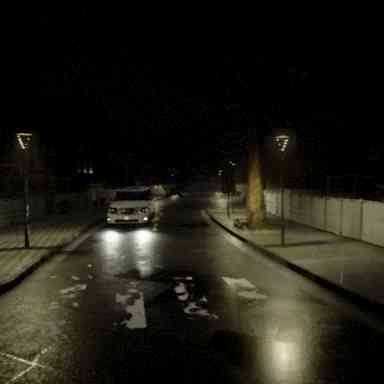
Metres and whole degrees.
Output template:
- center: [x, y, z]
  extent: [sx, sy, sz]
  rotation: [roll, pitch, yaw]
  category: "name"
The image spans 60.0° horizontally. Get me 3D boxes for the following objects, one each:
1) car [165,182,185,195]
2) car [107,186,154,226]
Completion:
- center: [-2.183, -0.317, 44.293]
  extent: [2.150, 2.045, 5.566]
  rotation: [-1, 2, 5]
  category: "car"
- center: [-3.402, 0.770, 19.279]
  extent: [2.150, 2.045, 5.566]
  rotation: [-1, 4, -3]
  category: "car"
